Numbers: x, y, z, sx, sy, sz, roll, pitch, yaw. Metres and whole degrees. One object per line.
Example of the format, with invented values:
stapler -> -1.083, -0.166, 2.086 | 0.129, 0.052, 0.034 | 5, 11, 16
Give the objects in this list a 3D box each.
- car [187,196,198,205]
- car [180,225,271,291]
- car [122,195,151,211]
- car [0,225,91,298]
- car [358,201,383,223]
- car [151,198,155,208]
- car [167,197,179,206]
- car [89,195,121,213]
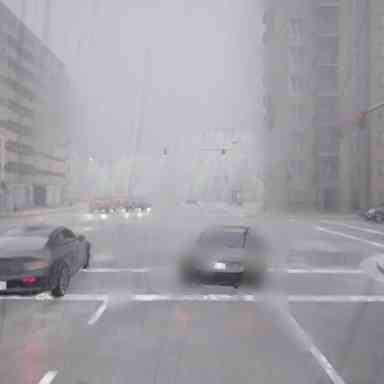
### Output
car -> 0.010, 1.617, 65.005 | 2.097, 1.767, 4.553 | 0, 0, 0
car -> 1.083, 1.602, 9.282 | 1.994, 1.385, 4.181 | 0, 0, 15
car -> -7.092, 1.398, 43.093 | 2.150, 2.045, 5.566 | 0, 0, 0
car -> -3.820, 1.561, 8.407 | 1.812, 1.442, 4.674 | 0, 0, -7
car -> 15.588, 1.458, 26.093 | 4.553, 1.767, 2.097 | 0, 0, 1
car -> -7.060, 1.709, 53.116 | 2.128, 1.511, 4.902 | 0, 0, 0
car -> -3.397, 1.597, 59.961 | 2.097, 1.767, 4.553 | 0, 0, 0
car -> -10.593, 1.385, 39.969 | 2.150, 2.045, 5.566 | 0, 0, 0
